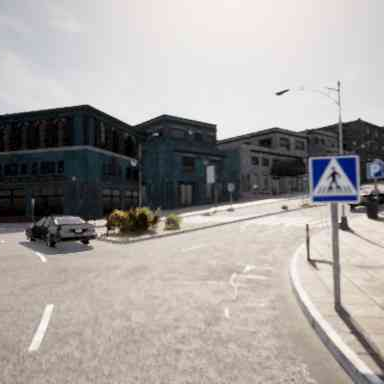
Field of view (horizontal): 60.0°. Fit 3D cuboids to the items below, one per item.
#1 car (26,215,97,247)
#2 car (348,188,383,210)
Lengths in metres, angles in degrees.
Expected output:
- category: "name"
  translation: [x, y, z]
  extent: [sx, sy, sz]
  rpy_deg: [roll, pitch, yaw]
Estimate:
- category: "car"
  translation: [-6.578, 1.832, 16.416]
  extent: [2.033, 1.411, 5.357]
  rpy_deg: [2, -3, -40]
- category: "car"
  translation: [13.761, 0.449, 25.600]
  extent: [4.902, 1.511, 2.128]
  rpy_deg: [-6, 1, -41]
